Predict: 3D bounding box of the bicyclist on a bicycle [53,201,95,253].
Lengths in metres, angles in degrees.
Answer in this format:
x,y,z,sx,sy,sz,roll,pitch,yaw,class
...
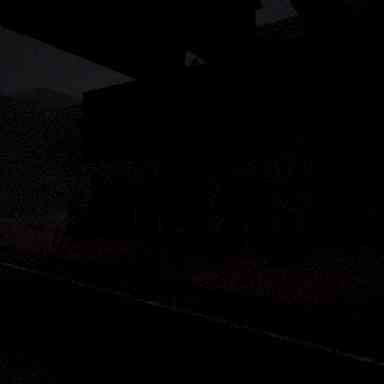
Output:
x,y,z,sx,sy,sz,roll,pitch,yaw,class
-3.852,1.131,10.972,0.582,1.620,1.656,1,1,34,bicyclist on a bicycle
